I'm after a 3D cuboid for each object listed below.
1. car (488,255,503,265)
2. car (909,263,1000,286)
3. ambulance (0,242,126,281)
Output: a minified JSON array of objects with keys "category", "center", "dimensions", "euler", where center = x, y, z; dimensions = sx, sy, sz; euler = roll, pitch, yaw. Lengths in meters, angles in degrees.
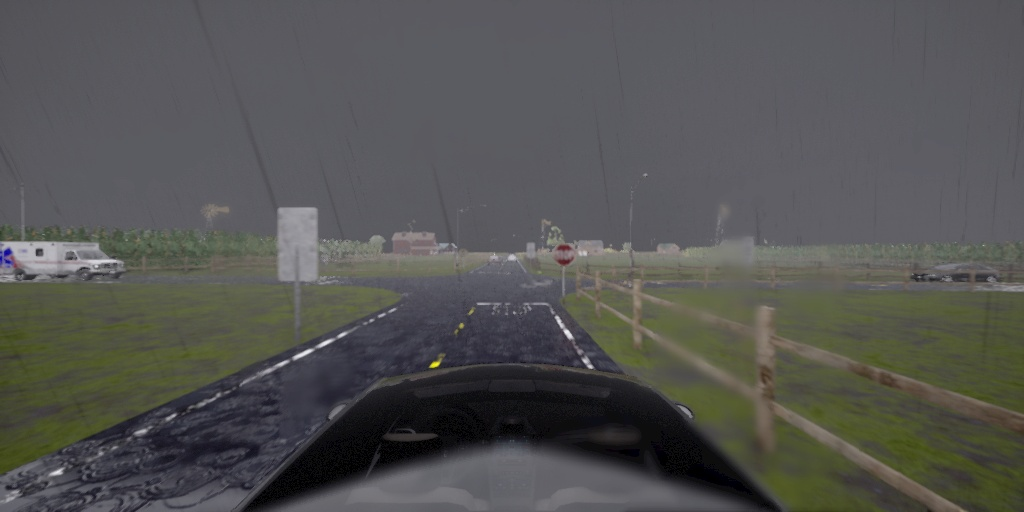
[{"category":"car","center":[-2.762,0.638,56.587],"dimensions":[1.812,1.442,4.674],"euler":[0,1,1]},{"category":"car","center":[31.241,1.252,25.373],"dimensions":[4.892,1.490,1.837],"euler":[0,1,1]},{"category":"ambulance","center":[-28.898,0.329,23.117],"dimensions":[6.366,2.431,2.351],"euler":[0,1,1]}]
